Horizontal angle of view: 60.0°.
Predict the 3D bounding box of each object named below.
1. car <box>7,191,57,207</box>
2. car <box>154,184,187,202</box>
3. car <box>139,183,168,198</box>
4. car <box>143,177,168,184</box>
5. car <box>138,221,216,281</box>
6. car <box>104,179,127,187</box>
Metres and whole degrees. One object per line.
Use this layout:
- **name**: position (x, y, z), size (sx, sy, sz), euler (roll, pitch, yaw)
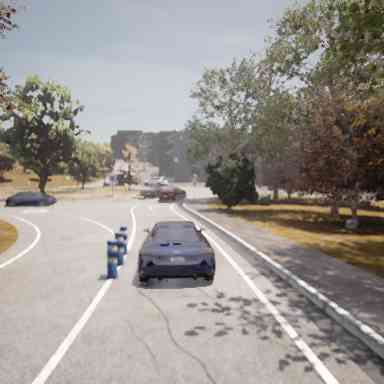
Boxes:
- **car**: position (-14.959, 0.624, 31.198), size (4.181, 1.385, 1.994), euler (0, 4, -7)
- **car**: position (-2.053, 0.160, 37.321), size (1.882, 1.535, 5.008), euler (0, 4, 18)
- **car**: position (-4.185, 0.003, 41.011), size (2.033, 1.411, 5.357), euler (3, 4, 35)
- **car**: position (-7.643, -2.133, 70.372), size (5.566, 2.045, 2.150), euler (2, 4, 30)
- **car**: position (-0.502, 1.542, 9.902), size (1.994, 1.385, 4.181), euler (0, 1, -4)
- **car**: position (-16.138, -1.921, 69.974), size (4.553, 1.767, 2.097), euler (0, 4, 3)
